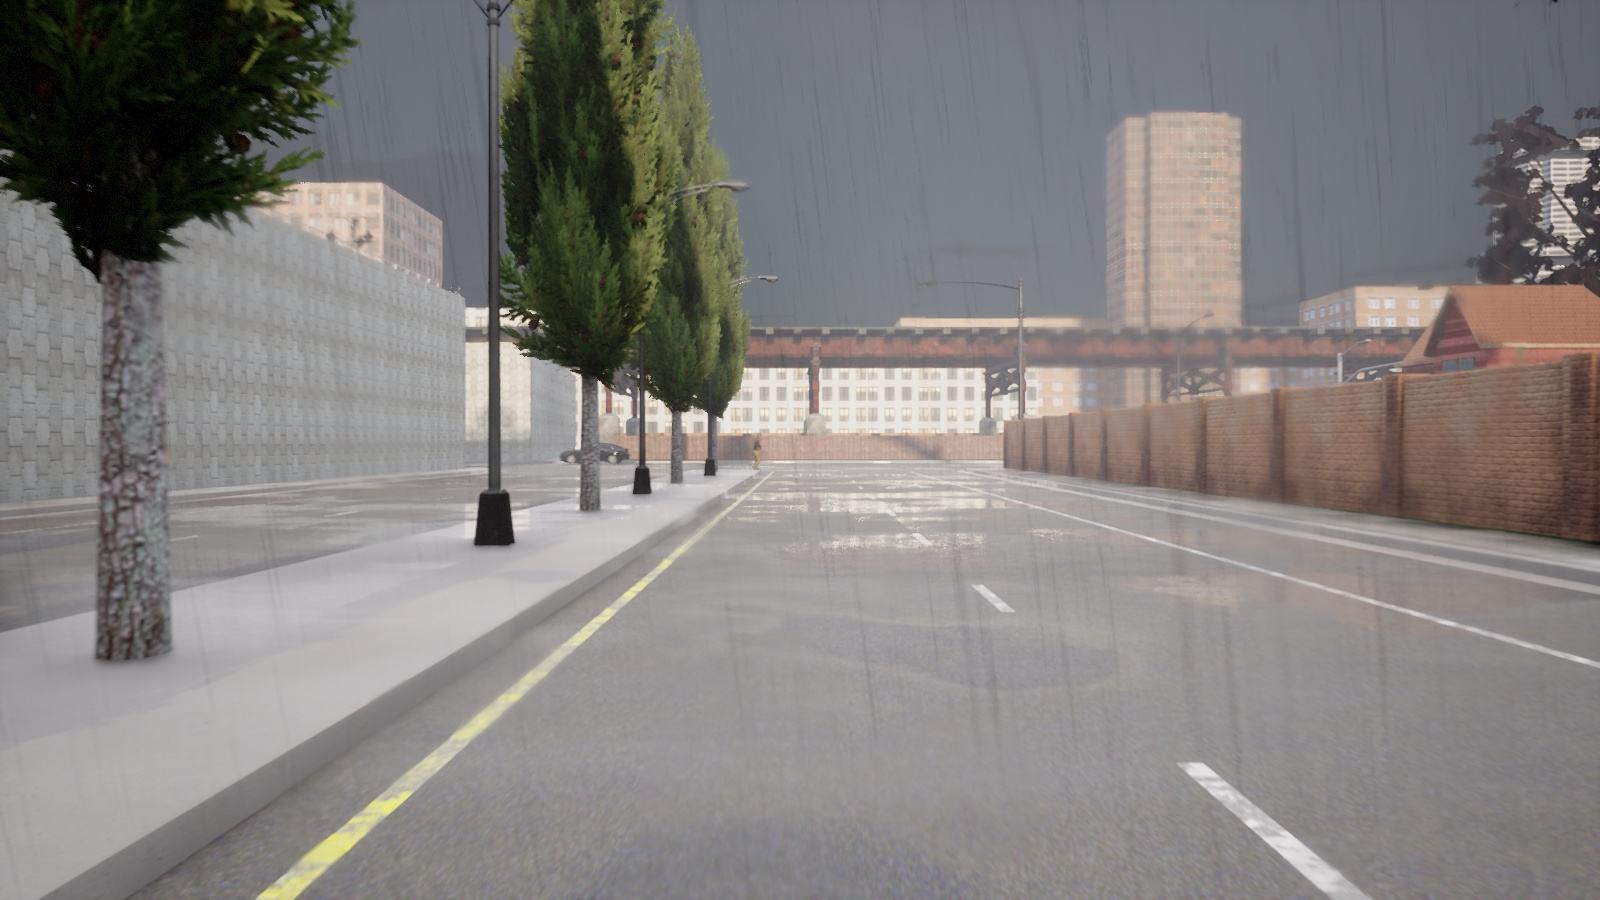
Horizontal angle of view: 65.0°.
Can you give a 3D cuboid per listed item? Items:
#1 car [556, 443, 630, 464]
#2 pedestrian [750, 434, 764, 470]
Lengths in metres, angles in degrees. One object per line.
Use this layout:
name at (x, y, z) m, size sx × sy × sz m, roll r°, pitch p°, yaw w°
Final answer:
car at (-14.555, 0.241, 88.569) m, size 4.892 × 1.490 × 1.837 m, roll 0°, pitch 0°, yaw 1°
pedestrian at (-2.226, 0.124, 64.943) m, size 0.694 × 1.848 × 0.540 m, roll 0°, pitch 0°, yaw -11°
